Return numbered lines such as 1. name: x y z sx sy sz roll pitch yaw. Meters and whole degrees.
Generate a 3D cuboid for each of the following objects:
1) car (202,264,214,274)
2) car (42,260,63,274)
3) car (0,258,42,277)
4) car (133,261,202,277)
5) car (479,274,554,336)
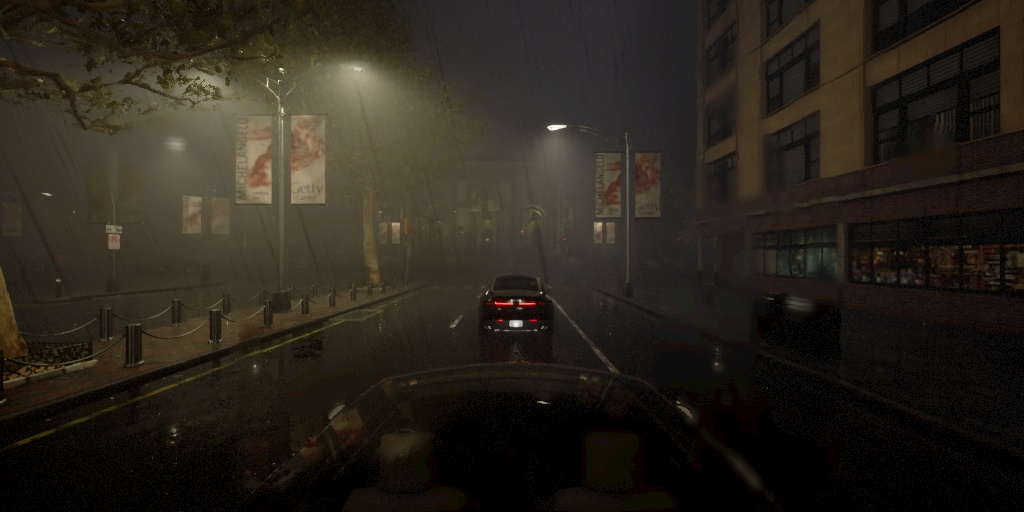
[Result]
1. car: -34.701 1.254 38.379 4.892 1.490 1.837 0 0 1
2. car: -51.360 1.101 38.388 4.553 1.767 2.097 0 0 -2
3. car: -49.789 1.227 34.929 5.008 1.535 1.882 0 0 -1
4. car: -33.780 1.241 34.865 4.902 1.511 2.128 0 0 1
5. car: 0.124 1.255 10.385 1.837 1.490 4.892 0 0 1
